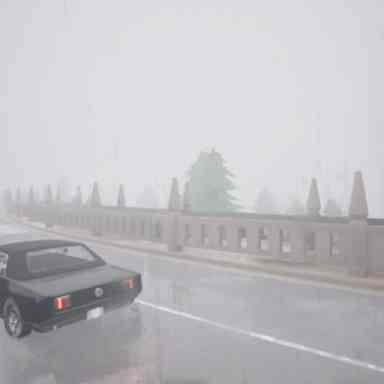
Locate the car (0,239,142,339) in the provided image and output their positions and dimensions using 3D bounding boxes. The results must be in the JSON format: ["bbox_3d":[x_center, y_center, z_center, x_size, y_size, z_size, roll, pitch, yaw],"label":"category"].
[{"bbox_3d":[-3.243,1.625,6.662,4.718,1.301,1.895,0,0,39],"label":"car"}]
